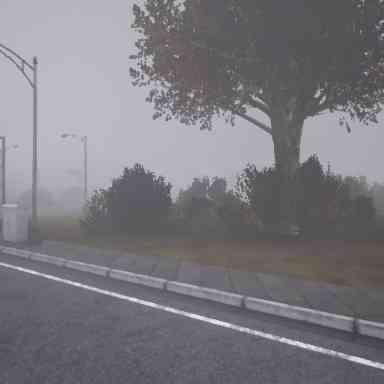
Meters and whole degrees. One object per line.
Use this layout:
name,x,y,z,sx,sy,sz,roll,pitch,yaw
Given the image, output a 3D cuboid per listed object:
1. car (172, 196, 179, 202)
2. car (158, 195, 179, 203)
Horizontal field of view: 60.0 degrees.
car,-1.756,1.555,64.563,1.895,1.301,4.718,0,0,33
car,-4.670,1.445,66.501,1.812,1.442,4.674,0,0,33
